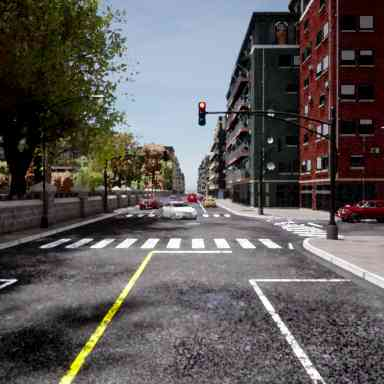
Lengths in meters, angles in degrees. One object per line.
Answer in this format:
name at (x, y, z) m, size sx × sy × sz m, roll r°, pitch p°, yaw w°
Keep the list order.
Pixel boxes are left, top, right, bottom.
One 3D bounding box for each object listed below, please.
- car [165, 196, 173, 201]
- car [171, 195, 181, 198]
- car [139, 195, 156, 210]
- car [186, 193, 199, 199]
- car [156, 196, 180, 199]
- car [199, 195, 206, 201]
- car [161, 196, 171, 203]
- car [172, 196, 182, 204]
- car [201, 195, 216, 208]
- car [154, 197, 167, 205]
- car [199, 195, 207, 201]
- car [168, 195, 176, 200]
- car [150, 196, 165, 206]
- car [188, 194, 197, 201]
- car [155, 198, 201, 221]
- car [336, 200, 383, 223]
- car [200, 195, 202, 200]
car at (-5.647, 1.623, 82.683) m, size 1.802 × 1.307 × 4.206 m, roll 0°, pitch 0°, yaw 0°
car at (-3.051, 1.495, 55.194) m, size 1.882 × 1.535 × 5.008 m, roll 0°, pitch 0°, yaw 1°
car at (-5.669, 1.324, 43.937) m, size 2.192 × 1.841 × 5.009 m, roll 0°, pitch 0°, yaw 0°
car at (0.039, 1.250, 69.281) m, size 2.150 × 2.045 × 5.566 m, roll 0°, pitch 0°, yaw 0°
car at (-3.074, 1.556, 42.930) m, size 2.033 × 1.411 × 5.357 m, roll 0°, pitch 0°, yaw 0°
car at (2.736, 1.592, 88.214) m, size 1.887 × 1.381 × 4.507 m, roll 0°, pitch 0°, yaw 0°
car at (-5.654, 1.612, 71.612) m, size 1.802 × 1.307 × 4.206 m, roll 0°, pitch 0°, yaw 0°
car at (-2.969, 1.552, 67.057) m, size 1.812 × 1.442 × 4.674 m, roll 0°, pitch 0°, yaw 0°
car at (2.715, 1.538, 49.638) m, size 1.752 × 1.417 × 4.829 m, roll 0°, pitch 0°, yaw 0°
car at (-5.660, 1.566, 60.542) m, size 1.887 × 1.381 × 4.507 m, roll 0°, pitch 0°, yaw 0°
car at (2.733, 1.586, 82.679) m, size 1.887 × 1.381 × 4.507 m, roll 0°, pitch 0°, yaw 0°
car at (-5.642, 1.579, 93.583) m, size 1.752 × 1.417 × 4.829 m, roll 0°, pitch 0°, yaw 0°
car at (-5.663, 1.457, 55.007) m, size 1.967 × 1.590 × 4.097 m, roll 0°, pitch 0°, yaw 0°
car at (0.044, 1.305, 79.641) m, size 2.097 × 1.767 × 4.553 m, roll 0°, pitch 0°, yaw 0°
car at (-1.241, 1.527, 27.733) m, size 1.812 × 1.442 × 4.674 m, roll -1°, pitch 0°, yaw -24°
car at (14.631, 1.591, 27.353) m, size 5.009 × 1.841 × 2.192 m, roll 1°, pitch -1°, yaw 0°
car at (2.718, 1.561, 55.003) m, size 1.887 × 1.381 × 4.507 m, roll 0°, pitch 0°, yaw 0°
